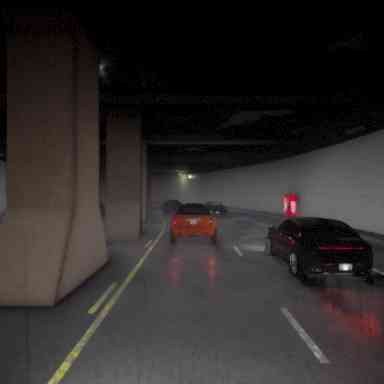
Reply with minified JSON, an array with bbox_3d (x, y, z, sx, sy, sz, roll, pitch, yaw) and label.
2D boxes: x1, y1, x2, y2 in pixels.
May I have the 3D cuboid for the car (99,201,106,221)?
[{"bbox_3d":[-7.866,1.507,26.420,1.837,1.490,4.892,0,0,-8],"label":"car"}]

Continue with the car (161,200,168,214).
[{"bbox_3d":[-2.110,1.529,35.358,1.812,1.442,4.674,0,0,-12],"label":"car"}]

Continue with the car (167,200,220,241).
[{"bbox_3d":[0.022,1.353,16.739,2.097,1.767,4.553,0,0,-1],"label":"car"}]

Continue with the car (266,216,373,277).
[{"bbox_3d":[3.597,1.506,10.213,1.837,1.490,4.892,0,0,0],"label":"car"}]

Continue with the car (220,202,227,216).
[{"bbox_3d":[1.993,1.604,32.884,1.895,1.301,4.718,0,0,-10],"label":"car"}]

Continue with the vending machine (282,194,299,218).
[{"bbox_3d":[8.585,1.199,28.971,1.100,2.100,0.880,0,0,-7],"label":"vending machine"}]
